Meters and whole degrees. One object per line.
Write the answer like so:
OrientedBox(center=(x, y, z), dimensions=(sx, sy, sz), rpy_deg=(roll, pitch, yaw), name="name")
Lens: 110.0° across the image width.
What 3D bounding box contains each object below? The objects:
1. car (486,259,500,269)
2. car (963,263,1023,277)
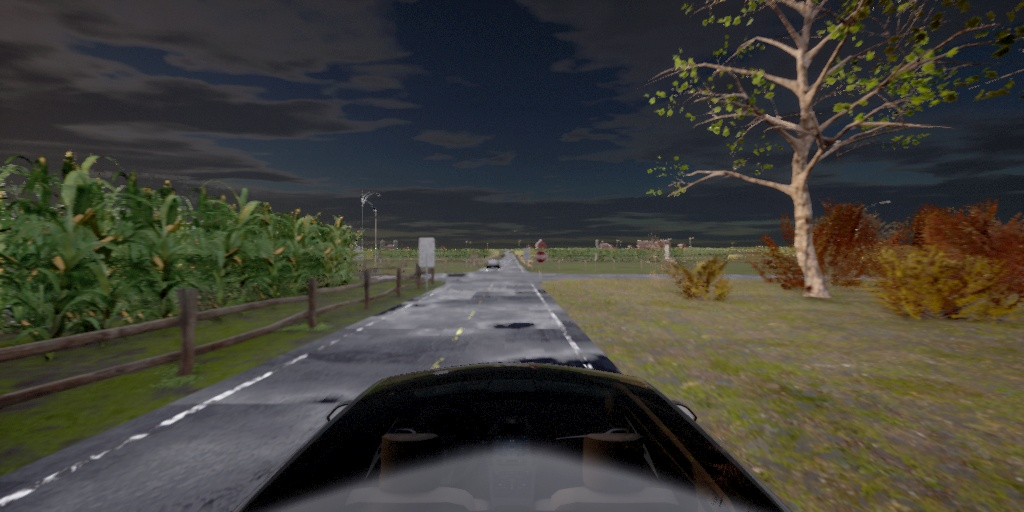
OrientedBox(center=(-2.722, 1.170, 52.393), dimensions=(1.882, 1.535, 5.008), rpy_deg=(0, 2, 0), name="car")
OrientedBox(center=(49.116, 1.327, 36.583), dimensions=(4.902, 1.511, 2.128), rpy_deg=(0, 0, 0), name="car")
